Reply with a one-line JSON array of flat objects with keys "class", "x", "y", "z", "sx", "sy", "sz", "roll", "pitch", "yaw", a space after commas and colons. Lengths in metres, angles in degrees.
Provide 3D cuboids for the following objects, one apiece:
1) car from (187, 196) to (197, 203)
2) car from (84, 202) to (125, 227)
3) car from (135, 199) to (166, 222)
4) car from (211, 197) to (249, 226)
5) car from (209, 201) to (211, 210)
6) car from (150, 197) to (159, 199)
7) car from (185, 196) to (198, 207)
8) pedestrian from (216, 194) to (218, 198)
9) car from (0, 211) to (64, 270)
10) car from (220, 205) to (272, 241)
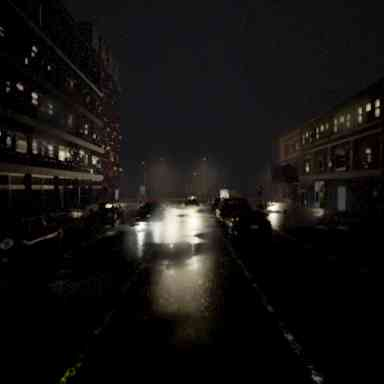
[{"class": "car", "x": -0.020, "y": 1.411, "z": 65.318, "sx": 1.994, "sy": 1.385, "sz": 4.181, "roll": 0, "pitch": 0, "yaw": 0}, {"class": "car", "x": -5.708, "y": 1.390, "z": 21.992, "sx": 1.967, "sy": 1.590, "sz": 4.097, "roll": -1, "pitch": 0, "yaw": 0}, {"class": "car", "x": -3.106, "y": 1.505, "z": 25.760, "sx": 1.994, "sy": 1.385, "sz": 4.181, "roll": 0, "pitch": 0, "yaw": 0}, {"class": "car", "x": 2.671, "y": 1.265, "z": 21.965, "sx": 2.192, "sy": 1.841, "sz": 5.009, "roll": -1, "pitch": 0, "yaw": 0}, {"class": "car", "x": 2.989, "y": 1.420, "z": 37.367, "sx": 1.837, "sy": 1.490, "sz": 4.892, "roll": 0, "pitch": 0, "yaw": 0}, {"class": "car", "x": -5.715, "y": 1.429, "z": 50.380, "sx": 1.887, "sy": 1.381, "sz": 4.507, "roll": -1, "pitch": 0, "yaw": 0}, {"class": "car", "x": -0.015, "y": 1.377, "z": 49.552, "sx": 2.128, "sy": 1.511, "sz": 4.902, "roll": 0, "pitch": 0, "yaw": 0}, {"class": "pedestrian", "x": 2.988, "y": 1.201, "z": 40.301, "sx": 0.375, "sy": 1.860, "sz": 0.375, "roll": -1, "pitch": 1, "yaw": -3}, {"class": "car", "x": -5.705, "y": 1.416, "z": 10.637, "sx": 1.967, "sy": 1.590, "sz": 4.097, "roll": -1, "pitch": 0, "yaw": 0}, {"class": "car", "x": 2.676, "y": 1.529, "z": 16.289, "sx": 1.947, "sy": 1.339, "sz": 4.313, "roll": -1, "pitch": 0, "yaw": 0}]
